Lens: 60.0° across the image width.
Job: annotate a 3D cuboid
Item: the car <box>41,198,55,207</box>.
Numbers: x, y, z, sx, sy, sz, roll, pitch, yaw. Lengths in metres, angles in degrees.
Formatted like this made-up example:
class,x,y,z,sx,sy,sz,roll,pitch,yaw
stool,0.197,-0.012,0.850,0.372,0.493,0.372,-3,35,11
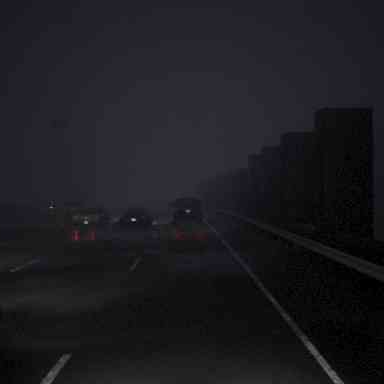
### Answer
class,x,y,z,sx,sy,sz,roll,pitch,yaw
car,-28.270,1.967,65.590,2.097,1.767,4.553,0,-1,-16

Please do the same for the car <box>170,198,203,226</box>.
class,x,y,z,sx,sy,sz,roll,pitch,yaw
car,-0.415,1.445,25.867,2.150,2.045,5.566,0,0,-3

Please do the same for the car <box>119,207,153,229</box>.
class,x,y,z,sx,sy,sz,roll,pitch,yaw
car,-3.856,1.772,23.408,1.994,1.385,4.181,0,0,-3

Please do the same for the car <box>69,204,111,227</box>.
class,x,y,z,sx,sy,sz,roll,pitch,yaw
car,-7.415,1.830,25.155,1.895,1.301,4.718,0,0,-3

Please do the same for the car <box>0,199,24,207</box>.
class,x,y,z,sx,sy,sz,roll,pitch,yaw
car,-28.512,2.101,52.391,1.895,1.301,4.718,0,0,-12

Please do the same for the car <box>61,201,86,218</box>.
class,x,y,z,sx,sy,sz,roll,pitch,yaw
car,-11.548,1.660,33.575,2.097,1.767,4.553,0,-1,-5

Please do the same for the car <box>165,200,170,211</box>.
class,x,y,z,sx,sy,sz,roll,pitch,yaw
car,-2.905,1.930,49.018,1.837,1.490,4.892,1,0,-10

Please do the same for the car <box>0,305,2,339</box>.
class,x,y,z,sx,sy,sz,roll,pitch,yaw
car,-3.393,1.245,1.697,2.150,2.045,5.566,0,0,0
